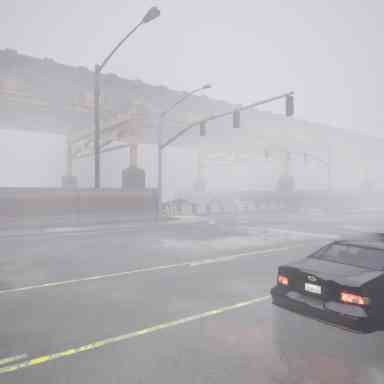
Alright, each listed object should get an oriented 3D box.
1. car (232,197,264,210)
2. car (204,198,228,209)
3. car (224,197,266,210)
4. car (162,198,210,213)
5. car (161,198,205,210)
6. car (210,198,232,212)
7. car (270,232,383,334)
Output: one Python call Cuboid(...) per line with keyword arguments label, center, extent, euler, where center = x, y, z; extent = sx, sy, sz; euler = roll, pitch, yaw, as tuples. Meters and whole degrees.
Cuboid(label="car", center=(6.659, 1.295, 42.476), extent=(4.536, 1.218, 1.853), euler=(0, 0, -8))
Cuboid(label="car", center=(2.854, 1.295, 38.732), extent=(1.853, 1.218, 4.536), euler=(0, 0, 17))
Cuboid(label="car", center=(6.710, 1.453, 42.483), extent=(4.974, 1.542, 2.038), euler=(0, 0, -8))
Cuboid(label="car", center=(-0.878, 1.453, 35.959), extent=(4.974, 1.542, 2.038), euler=(0, 0, 7))
Cuboid(label="car", center=(-0.929, 1.295, 35.965), extent=(4.536, 1.218, 1.853), euler=(0, 0, 7))
Cuboid(label="car", center=(2.839, 1.453, 38.683), extent=(2.038, 1.542, 4.974), euler=(0, 0, 17))
Cuboid(label="car", center=(3.916, 1.547, 6.647), extent=(5.357, 1.411, 2.033), euler=(0, 0, -36))
